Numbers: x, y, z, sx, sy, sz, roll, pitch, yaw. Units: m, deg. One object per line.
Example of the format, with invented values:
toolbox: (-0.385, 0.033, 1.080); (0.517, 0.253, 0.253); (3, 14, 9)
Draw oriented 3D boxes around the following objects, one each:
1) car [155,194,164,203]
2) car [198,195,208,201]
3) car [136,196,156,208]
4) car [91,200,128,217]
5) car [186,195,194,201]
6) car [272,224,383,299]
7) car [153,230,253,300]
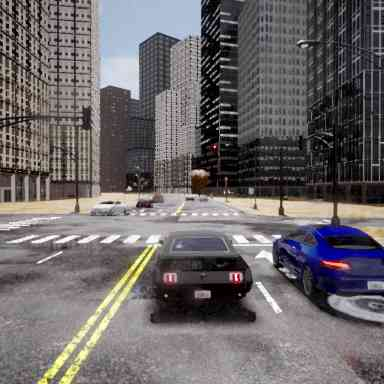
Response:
car: (-6.557, 1.267, 64.394); (2.097, 1.767, 4.553); (0, 0, 0)
car: (2.746, 1.394, 80.620); (1.812, 1.442, 4.674); (0, 0, -4)
car: (-6.570, 1.516, 46.592); (1.994, 1.385, 4.181); (0, 0, 0)
car: (-7.576, 1.475, 31.103); (1.812, 1.442, 4.674); (0, -1, 16)
car: (-0.503, 1.467, 80.504); (1.895, 1.301, 4.718); (0, 0, -4)
car: (3.346, 1.522, 8.318); (1.812, 1.442, 4.674); (0, 0, 1)
car: (0.104, 1.597, 8.347); (1.895, 1.301, 4.718); (0, 0, -3)
